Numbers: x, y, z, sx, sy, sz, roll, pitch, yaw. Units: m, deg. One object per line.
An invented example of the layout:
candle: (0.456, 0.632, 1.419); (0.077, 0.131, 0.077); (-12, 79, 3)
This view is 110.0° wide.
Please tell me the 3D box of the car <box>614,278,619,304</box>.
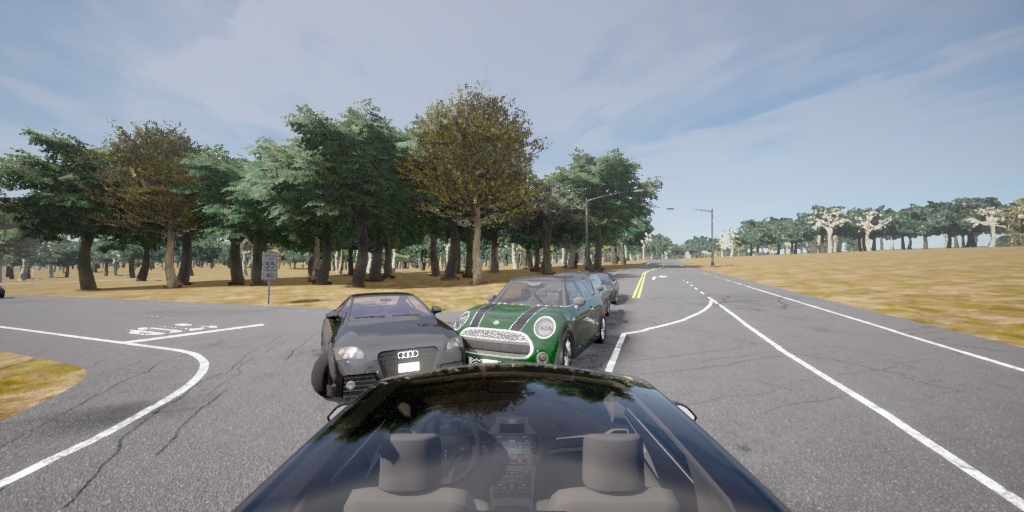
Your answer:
car: (4.221, 1.509, 17.822); (1.994, 1.385, 4.181); (-1, 0, 19)

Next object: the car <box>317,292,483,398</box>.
car: (-2.351, 1.375, 6.578); (1.994, 1.385, 4.181); (1, -2, -29)

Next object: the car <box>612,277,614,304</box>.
car: (2.027, 1.344, 12.096); (2.097, 1.767, 4.553); (-1, -1, 21)

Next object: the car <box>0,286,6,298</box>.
car: (-40.856, 2.561, 27.343); (4.181, 1.385, 1.994); (-2, -3, 22)

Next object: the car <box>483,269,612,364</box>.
car: (0.620, 1.218, 7.783); (2.097, 1.767, 4.553); (-1, -2, 26)
